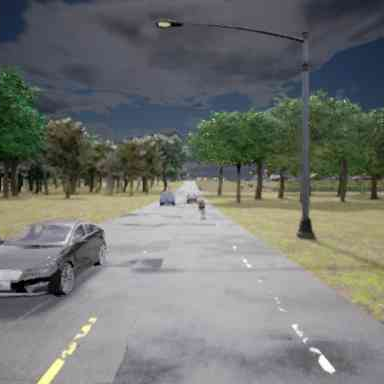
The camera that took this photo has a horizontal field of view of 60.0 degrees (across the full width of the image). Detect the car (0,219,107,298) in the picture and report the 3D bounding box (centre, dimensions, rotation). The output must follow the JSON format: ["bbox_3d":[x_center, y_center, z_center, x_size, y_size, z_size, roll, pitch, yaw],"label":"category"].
[{"bbox_3d":[-3.604,1.507,8.729,2.128,1.511,4.902,0,0,0],"label":"car"}]

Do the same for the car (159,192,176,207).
[{"bbox_3d":[-3.598,1.060,49.797,2.150,2.045,5.566,0,1,0],"label":"car"}]

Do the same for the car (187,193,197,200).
[{"bbox_3d":[-0.033,0.918,75.271,2.128,1.511,4.902,0,1,0],"label":"car"}]

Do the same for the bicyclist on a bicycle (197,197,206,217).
[{"bbox_3d":[0.949,1.473,29.348,0.582,1.620,1.656,0,0,0],"label":"bicyclist on a bicycle"}]

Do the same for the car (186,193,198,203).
[{"bbox_3d":[0.026,1.217,58.342,1.812,1.442,4.674,0,1,1],"label":"car"}]
